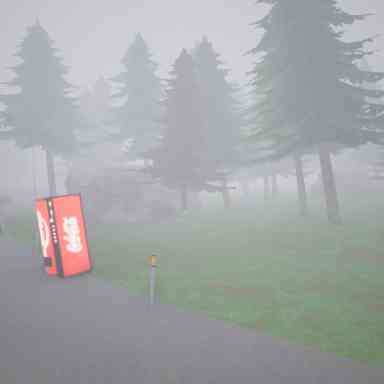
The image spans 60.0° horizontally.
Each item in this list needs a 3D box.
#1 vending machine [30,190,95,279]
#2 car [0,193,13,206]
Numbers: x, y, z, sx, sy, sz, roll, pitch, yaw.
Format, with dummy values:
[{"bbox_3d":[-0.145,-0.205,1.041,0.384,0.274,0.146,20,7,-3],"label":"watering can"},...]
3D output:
[{"bbox_3d":[-3.457,1.100,8.903,1.100,2.100,0.880,-9,1,-45],"label":"vending machine"},{"bbox_3d":[-22.140,0.888,37.776,2.128,1.511,4.902,-4,1,-6],"label":"car"}]
